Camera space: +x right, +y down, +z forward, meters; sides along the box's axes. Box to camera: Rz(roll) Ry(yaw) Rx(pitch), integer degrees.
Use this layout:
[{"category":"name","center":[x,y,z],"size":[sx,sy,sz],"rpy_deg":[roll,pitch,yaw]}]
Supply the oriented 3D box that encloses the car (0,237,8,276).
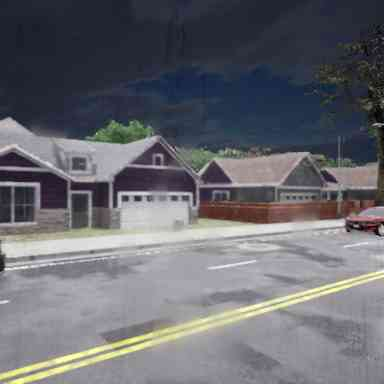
[{"category":"car","center":[-6.637,1.497,6.919],"size":[4.892,1.490,1.837],"rpy_deg":[1,0,-35]}]

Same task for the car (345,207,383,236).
[{"category":"car","center":[10.907,1.609,19.402],"size":[5.008,1.535,1.882],"rpy_deg":[1,-1,-35]}]
